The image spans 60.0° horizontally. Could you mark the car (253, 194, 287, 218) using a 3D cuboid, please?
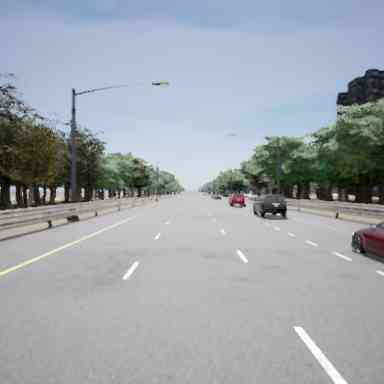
[{"bbox_3d":[7.042,1.238,30.447,2.150,2.045,5.566,0,0,0],"label":"car"}]

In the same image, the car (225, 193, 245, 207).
[{"bbox_3d":[7.131,1.269,53.277,2.150,2.045,5.566,0,0,0],"label":"car"}]

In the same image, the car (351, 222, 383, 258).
[{"bbox_3d":[7.005,1.571,10.872,1.994,1.385,4.181,0,0,0],"label":"car"}]
